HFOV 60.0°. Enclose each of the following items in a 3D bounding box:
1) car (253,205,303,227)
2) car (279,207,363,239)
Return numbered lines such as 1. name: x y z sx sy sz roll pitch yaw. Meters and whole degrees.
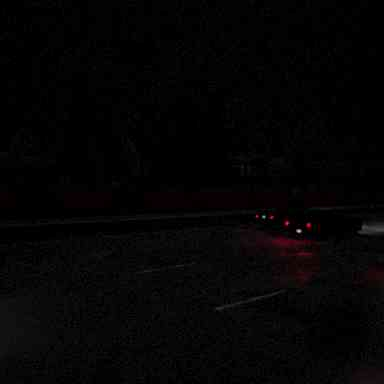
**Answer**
1. car: 6.344 1.546 21.329 5.357 1.411 2.033 0 0 -35
2. car: 6.974 1.600 17.450 4.718 1.301 1.895 0 0 -36
